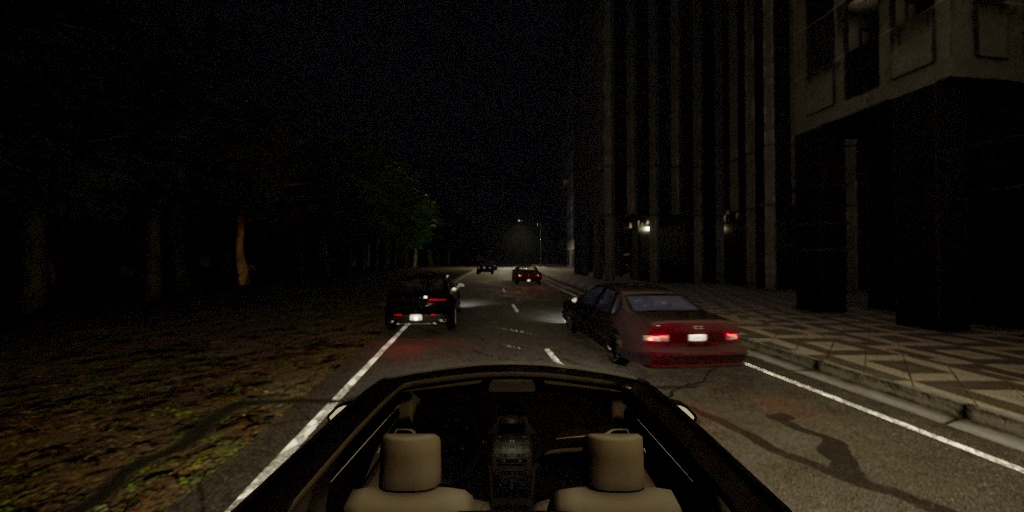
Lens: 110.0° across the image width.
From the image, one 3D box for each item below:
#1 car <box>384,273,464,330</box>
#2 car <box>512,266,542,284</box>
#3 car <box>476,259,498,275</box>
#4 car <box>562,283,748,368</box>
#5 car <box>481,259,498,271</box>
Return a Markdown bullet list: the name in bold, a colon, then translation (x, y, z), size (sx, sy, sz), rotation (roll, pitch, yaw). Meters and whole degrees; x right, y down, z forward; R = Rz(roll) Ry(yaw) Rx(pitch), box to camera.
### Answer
- **car**: translation (-2.607, 1.275, 11.245), size (1.837, 1.490, 4.892), rotation (0, 0, -6)
- **car**: translation (1.033, 1.395, 27.188), size (1.895, 1.301, 4.718), rotation (0, 0, -3)
- **car**: translation (-2.955, 1.322, 40.341), size (2.033, 1.411, 5.357), rotation (0, 0, -1)
- **car**: translation (2.609, 1.323, 8.070), size (2.033, 1.411, 5.357), rotation (0, 0, -6)
- **car**: translation (-3.114, 1.244, 50.791), size (1.882, 1.535, 5.008), rotation (0, 0, 2)
